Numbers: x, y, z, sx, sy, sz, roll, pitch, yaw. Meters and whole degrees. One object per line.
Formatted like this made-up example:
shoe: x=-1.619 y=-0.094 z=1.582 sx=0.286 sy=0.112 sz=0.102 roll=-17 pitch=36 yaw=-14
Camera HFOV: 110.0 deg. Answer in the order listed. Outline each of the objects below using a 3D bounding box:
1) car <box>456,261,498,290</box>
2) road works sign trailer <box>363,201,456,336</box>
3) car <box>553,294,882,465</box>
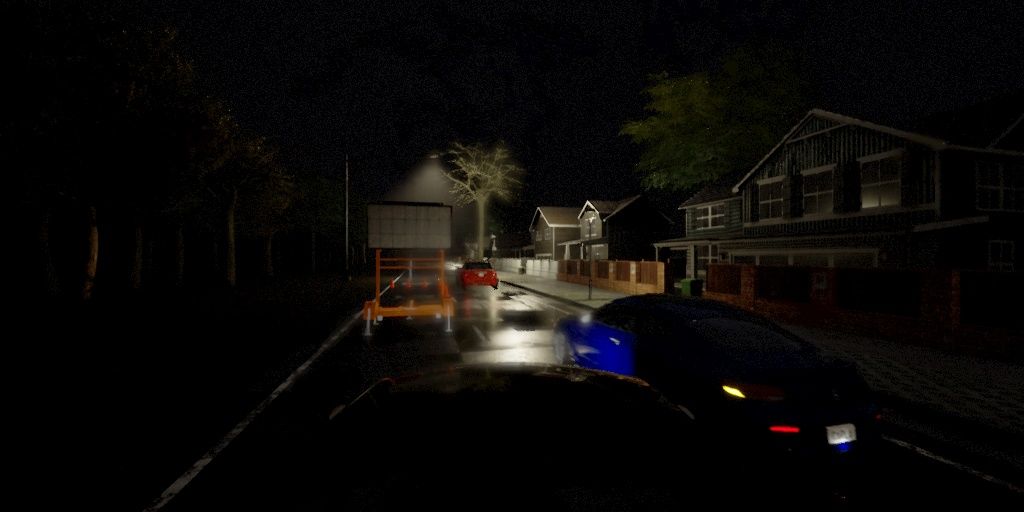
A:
car: x=-2.294 y=1.108 z=22.568 sx=2.097 sy=1.767 sz=4.553 roll=0 pitch=0 yaw=-14
road works sign trailer: x=-2.986 y=0.216 z=10.613 sx=2.380 sy=3.560 sz=2.880 roll=0 pitch=0 yaw=-14
car: x=2.117 y=1.275 z=5.146 sx=1.812 sy=1.442 sz=4.674 roll=0 pitch=0 yaw=-14
